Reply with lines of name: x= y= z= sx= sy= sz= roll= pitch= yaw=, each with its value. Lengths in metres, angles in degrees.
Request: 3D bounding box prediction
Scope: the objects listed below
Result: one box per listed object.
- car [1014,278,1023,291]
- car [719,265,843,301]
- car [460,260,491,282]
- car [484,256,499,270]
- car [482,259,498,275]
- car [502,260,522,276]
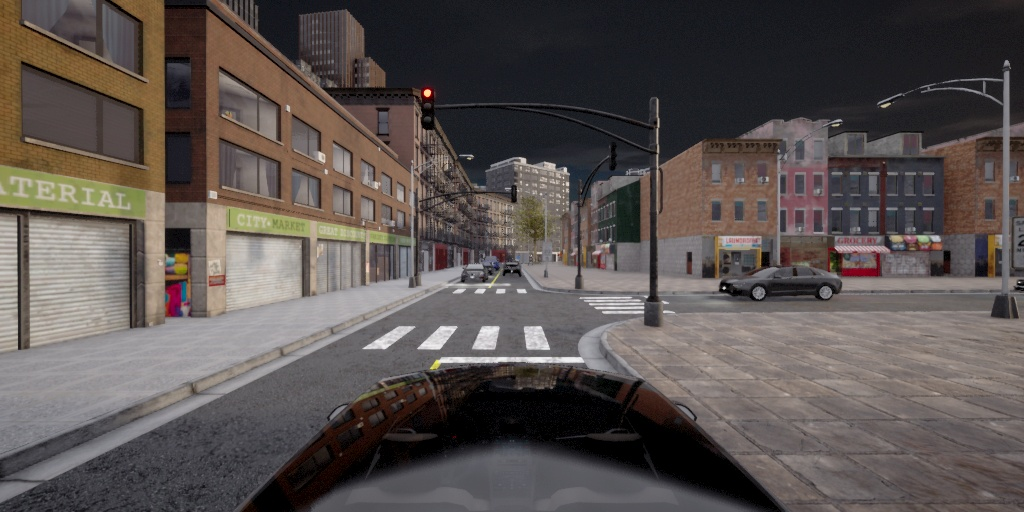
car: x=26.567 y=1.145 z=16.291 sx=5.357 sy=1.411 sz=2.033 roll=0 pitch=0 yaw=0
car: x=12.014 y=1.178 z=16.215 sx=4.892 sy=1.490 sz=1.837 roll=0 pitch=0 yaw=0
car: x=-2.908 y=1.282 z=28.673 sx=1.812 sy=1.442 sz=4.674 roll=0 pitch=0 yaw=0
car: x=-2.948 y=0.997 z=49.726 sx=2.150 sy=2.045 sz=5.566 roll=0 pitch=0 yaw=1
car: x=-2.943 y=1.312 z=39.106 sx=2.033 sy=1.411 sz=5.357 roll=0 pitch=0 yaw=0
car: x=0.000 y=1.268 z=37.924 sx=1.837 sy=1.490 sz=4.892 roll=0 pitch=0 yaw=0
